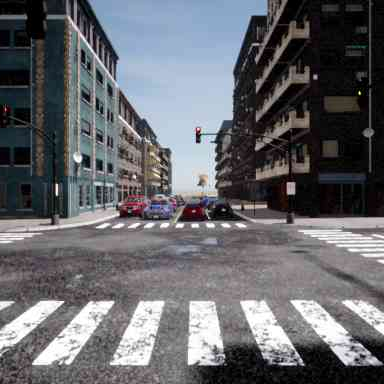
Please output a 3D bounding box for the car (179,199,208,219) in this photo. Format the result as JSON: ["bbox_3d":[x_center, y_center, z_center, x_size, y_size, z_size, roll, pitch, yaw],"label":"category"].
[{"bbox_3d":[0.169,1.560,29.506,1.994,1.385,4.181,0,0,1],"label":"car"}]

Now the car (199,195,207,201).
[{"bbox_3d":[2.881,1.504,85.679,1.887,1.381,4.507,0,0,0],"label":"car"}]

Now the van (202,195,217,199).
[{"bbox_3d":[2.739,1.329,46.815,1.690,1.788,3.998,0,0,0],"label":"van"}]

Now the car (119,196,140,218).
[{"bbox_3d":[-5.204,1.311,30.187,2.192,1.841,5.009,0,0,0],"label":"car"}]

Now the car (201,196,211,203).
[{"bbox_3d":[2.820,1.525,69.023,2.008,1.369,4.403,0,0,0],"label":"car"}]

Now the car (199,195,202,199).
[{"bbox_3d":[2.779,1.422,57.918,1.967,1.590,4.097,0,0,0],"label":"car"}]

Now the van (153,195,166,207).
[{"bbox_3d":[-5.122,1.326,52.395,1.690,1.788,3.998,0,0,0],"label":"van"}]

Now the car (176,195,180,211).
[{"bbox_3d":[-2.709,1.470,38.085,1.882,1.535,5.008,0,0,0],"label":"car"}]

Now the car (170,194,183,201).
[{"bbox_3d":[-2.665,1.464,49.024,1.882,1.535,5.008,0,0,0],"label":"car"}]

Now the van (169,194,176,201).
[{"bbox_3d":[-4.998,1.301,85.707,1.690,1.788,3.998,0,0,0],"label":"van"}]

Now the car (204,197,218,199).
[{"bbox_3d":[2.718,1.573,41.263,1.802,1.307,4.206,0,0,0],"label":"car"}]

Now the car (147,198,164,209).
[{"bbox_3d":[-5.142,1.533,46.844,1.887,1.381,4.507,0,0,0],"label":"car"}]

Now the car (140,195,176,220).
[{"bbox_3d":[-2.774,1.349,28.099,2.097,1.767,4.553,0,0,1],"label":"car"}]

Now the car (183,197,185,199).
[{"bbox_3d":[-2.514,1.382,64.518,2.097,1.767,4.553,0,0,0],"label":"car"}]

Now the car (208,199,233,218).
[{"bbox_3d":[2.676,1.562,30.159,1.947,1.339,4.313,0,0,0],"label":"car"}]

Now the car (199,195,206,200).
[{"bbox_3d":[2.902,1.499,91.231,1.887,1.381,4.507,0,0,0],"label":"car"}]

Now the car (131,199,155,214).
[{"bbox_3d":[-5.183,1.538,35.739,1.887,1.381,4.507,0,0,0],"label":"car"}]
